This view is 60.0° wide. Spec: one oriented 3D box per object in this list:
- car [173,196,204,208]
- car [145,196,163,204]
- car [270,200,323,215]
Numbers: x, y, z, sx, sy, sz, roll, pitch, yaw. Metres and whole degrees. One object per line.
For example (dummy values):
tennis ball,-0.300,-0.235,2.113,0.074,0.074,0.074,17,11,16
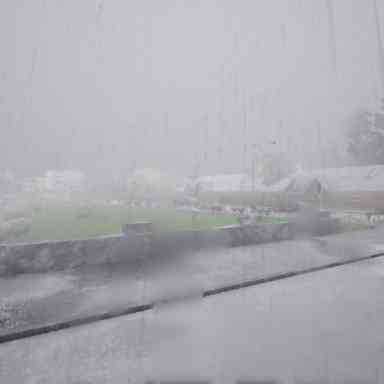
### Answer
car,-0.264,1.507,48.471,1.837,1.490,4.892,0,-1,-35
car,-7.606,1.478,65.827,1.882,1.535,5.008,0,0,-35
car,10.353,1.547,33.536,2.033,1.411,5.357,0,0,-35
